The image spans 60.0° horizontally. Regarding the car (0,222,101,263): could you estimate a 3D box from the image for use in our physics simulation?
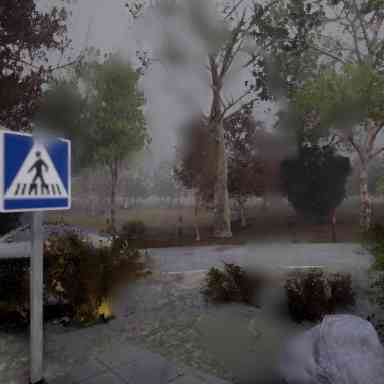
[{"bbox_3d":[-4.220,1.524,8.977,4.181,1.385,1.994,-1,0,-15],"label":"car"}]
